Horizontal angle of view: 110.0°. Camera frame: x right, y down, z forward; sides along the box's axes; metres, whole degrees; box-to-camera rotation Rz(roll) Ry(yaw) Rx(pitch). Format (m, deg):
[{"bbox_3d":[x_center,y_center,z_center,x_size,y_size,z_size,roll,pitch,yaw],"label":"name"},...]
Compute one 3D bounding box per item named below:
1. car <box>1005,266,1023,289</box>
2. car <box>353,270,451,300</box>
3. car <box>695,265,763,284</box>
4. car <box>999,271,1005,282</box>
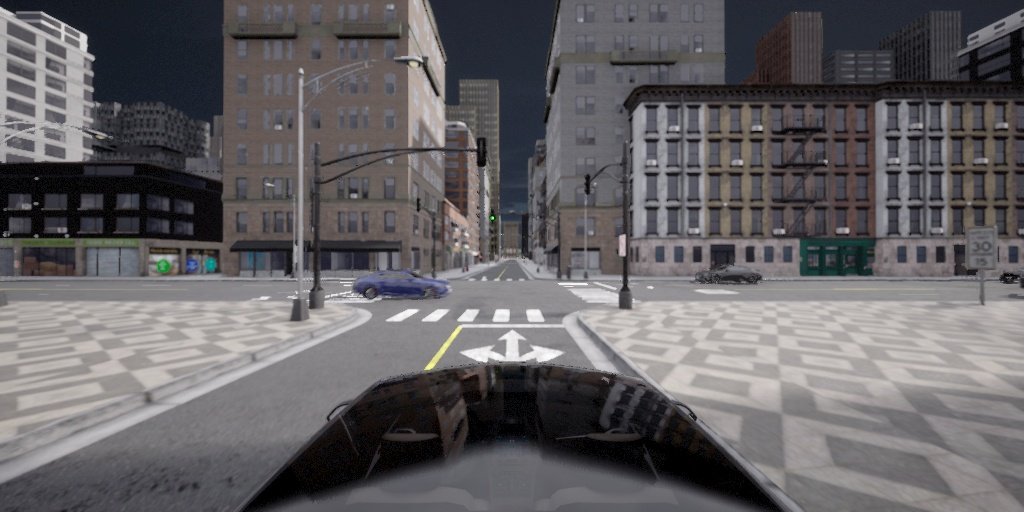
[{"bbox_3d":[28.213,1.289,17.554,4.902,1.511,2.128,0,0,0],"label":"car"},{"bbox_3d":[-5.378,1.409,17.712,4.674,1.442,1.812,1,0,0],"label":"car"},{"bbox_3d":[16.547,1.392,27.456,4.674,1.442,1.812,0,0,0],"label":"car"},{"bbox_3d":[40.414,1.343,27.305,4.892,1.490,1.837,1,0,1],"label":"car"}]
